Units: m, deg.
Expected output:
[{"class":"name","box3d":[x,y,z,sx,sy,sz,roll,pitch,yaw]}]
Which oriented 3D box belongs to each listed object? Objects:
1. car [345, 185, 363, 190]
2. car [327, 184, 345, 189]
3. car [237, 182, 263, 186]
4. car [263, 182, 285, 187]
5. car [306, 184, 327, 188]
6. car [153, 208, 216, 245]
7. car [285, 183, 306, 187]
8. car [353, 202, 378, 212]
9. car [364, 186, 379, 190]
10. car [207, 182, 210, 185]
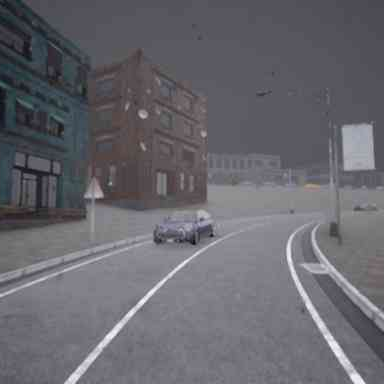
[{"class":"car","box3d":[38.497,-0.806,81.150,4.792,1.488,2.163,2,-6,-21]},{"class":"car","box3d":[33.151,-1.118,79.109,4.553,1.767,2.185,2,-6,-20]},{"class":"car","box3d":[12.094,-1.464,72.294,4.892,1.521,2.231,1,-5,-16]},{"class":"car","box3d":[17.394,-1.377,73.834,4.892,1.521,2.231,1,-5,-16]},{"class":"car","box3d":[27.953,-1.133,77.237,5.008,1.535,2.097,1,-6,-18]},{"class":"car","box3d":[-0.286,1.644,17.155,2.097,1.767,4.553,-2,-1,19]},{"class":"car","box3d":[22.692,-1.223,75.475,4.674,1.452,2.002,1,-5,-17]},{"class":"car","box3d":[26.338,2.303,50.519,4.181,1.385,1.994,0,-5,-31]},{"class":"car","box3d":[43.608,-0.635,83.228,4.674,1.452,2.002,2,-6,-22]},{"class":"car","box3d":[1.582,-1.736,69.268,4.553,1.767,2.185,1,-5,-16]}]
